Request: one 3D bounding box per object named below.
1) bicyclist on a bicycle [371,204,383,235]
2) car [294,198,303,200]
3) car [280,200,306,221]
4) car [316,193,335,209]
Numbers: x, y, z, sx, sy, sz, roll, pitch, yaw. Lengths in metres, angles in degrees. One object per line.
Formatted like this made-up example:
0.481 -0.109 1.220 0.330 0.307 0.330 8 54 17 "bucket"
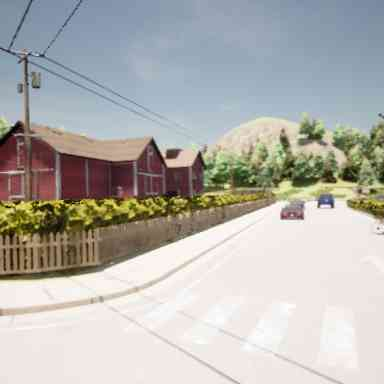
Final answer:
10.077 1.410 17.083 1.656 1.620 0.582 -2 -1 19 "bicyclist on a bicycle"
14.355 1.582 44.803 2.033 1.411 5.357 -2 -1 19 "car"
8.708 1.685 28.714 1.994 1.385 4.181 -2 -1 19 "car"
18.992 1.229 47.270 2.150 2.045 5.566 -2 -1 19 "car"
